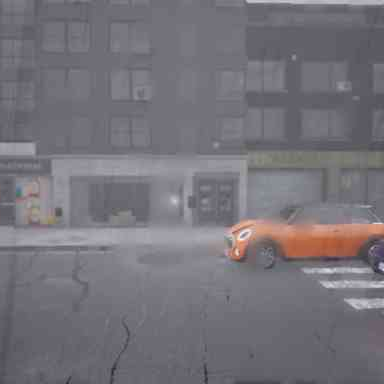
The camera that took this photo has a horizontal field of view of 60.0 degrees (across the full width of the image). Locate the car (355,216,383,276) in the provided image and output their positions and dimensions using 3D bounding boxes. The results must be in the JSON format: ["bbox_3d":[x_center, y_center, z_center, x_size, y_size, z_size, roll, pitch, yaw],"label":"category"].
[{"bbox_3d":[6.193,1.357,6.825,4.674,1.442,1.812,0,1,-2],"label":"car"}]

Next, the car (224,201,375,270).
[{"bbox_3d":[3.242,1.115,9.684,4.553,1.767,2.097,0,1,-2],"label":"car"}]
